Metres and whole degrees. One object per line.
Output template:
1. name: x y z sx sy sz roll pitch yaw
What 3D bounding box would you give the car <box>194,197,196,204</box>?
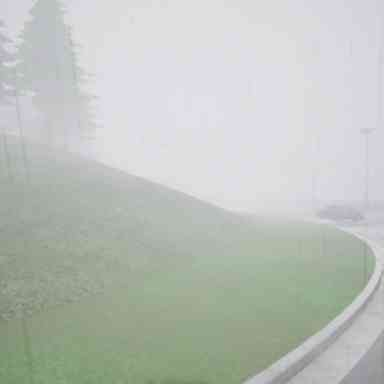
1. car: 2.950 2.042 92.993 1.837 1.490 4.892 1 0 -23

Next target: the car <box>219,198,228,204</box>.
1. car: 6.969 2.193 83.379 2.033 1.411 5.357 1 0 -23

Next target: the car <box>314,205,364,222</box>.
1. car: 12.747 1.842 29.123 2.033 1.411 5.357 0 0 -5

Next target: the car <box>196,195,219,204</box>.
1. car: 3.731 1.849 82.058 2.150 2.045 5.566 1 0 -23

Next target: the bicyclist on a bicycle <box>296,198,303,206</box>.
1. bicyclist on a bicycle: 20.208 1.888 62.271 1.656 1.620 0.582 0 0 -23
